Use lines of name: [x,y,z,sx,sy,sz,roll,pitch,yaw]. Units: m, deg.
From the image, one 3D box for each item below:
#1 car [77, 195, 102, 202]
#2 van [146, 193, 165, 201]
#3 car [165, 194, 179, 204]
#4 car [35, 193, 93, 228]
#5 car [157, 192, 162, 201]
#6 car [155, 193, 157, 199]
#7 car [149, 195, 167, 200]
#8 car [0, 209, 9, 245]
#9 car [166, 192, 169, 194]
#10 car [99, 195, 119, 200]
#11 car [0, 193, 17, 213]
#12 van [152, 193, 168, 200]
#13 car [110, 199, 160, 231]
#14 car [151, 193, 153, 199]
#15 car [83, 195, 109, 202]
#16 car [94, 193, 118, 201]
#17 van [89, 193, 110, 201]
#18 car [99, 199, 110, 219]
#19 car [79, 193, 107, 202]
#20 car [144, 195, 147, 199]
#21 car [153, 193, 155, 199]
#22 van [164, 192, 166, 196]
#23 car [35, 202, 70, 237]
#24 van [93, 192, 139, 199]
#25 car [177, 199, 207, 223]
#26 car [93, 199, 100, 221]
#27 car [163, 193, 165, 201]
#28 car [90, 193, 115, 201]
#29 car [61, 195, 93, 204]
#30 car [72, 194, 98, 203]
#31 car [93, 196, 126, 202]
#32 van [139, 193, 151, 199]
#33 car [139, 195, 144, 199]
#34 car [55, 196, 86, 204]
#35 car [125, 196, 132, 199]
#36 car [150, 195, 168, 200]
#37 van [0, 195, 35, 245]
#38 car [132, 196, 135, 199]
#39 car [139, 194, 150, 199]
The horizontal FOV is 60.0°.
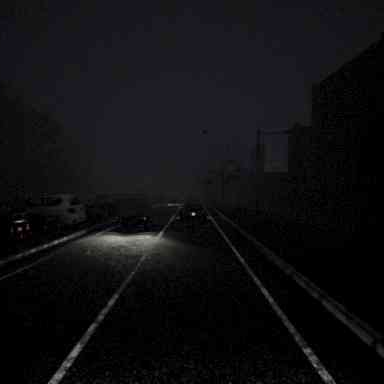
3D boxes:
car: [-21.994,1.468,71.512,4.792,1.488,2.163,0,0,0]
van: [-9.077,1.222,83.224,4.442,1.987,1.878,0,0,0]
car: [-3.277,1.501,61.838,2.033,1.411,5.357,0,0,0]
car: [-8.891,1.168,18.753,5.566,2.045,2.435,0,0,0]
car: [-8.898,1.178,60.799,5.566,2.045,2.435,0,0,0]
car: [-8.891,1.301,57.996,4.553,1.767,2.185,0,0,0]
car: [-8.966,1.480,88.835,4.674,1.452,2.002,0,0,0]
car: [-8.845,1.440,10.344,4.892,1.521,2.231,0,0,0]
car: [-8.928,1.195,80.423,5.566,2.045,2.435,0,0,0]
car: [-22.076,1.471,88.166,4.792,1.488,2.163,0,0,0]
car: [-21.938,1.156,35.185,5.566,2.045,2.435,0,0,0]
van: [-9.094,1.191,94.444,4.442,1.987,1.878,0,0,0]
car: [-3.352,1.426,20.414,1.882,1.535,5.008,0,0,0]
car: [-8.945,1.296,52.389,4.553,1.767,2.185,0,0,0]
car: [-22.217,1.441,77.063,5.366,1.575,1.946,0,0,0]
car: [-22.015,1.194,85.391,5.566,2.045,2.435,0,0,0]
van: [-22.152,1.220,79.838,4.442,1.987,1.878,0,0,0]
car: [-8.842,1.438,24.359,4.792,1.488,2.163,0,0,0]
car: [-22.055,1.190,74.287,5.566,2.045,2.435,0,0,0]
car: [-8.871,1.444,43.980,4.792,1.488,2.163,0,0,0]
car: [-8.886,1.299,55.193,4.553,1.767,2.185,0,0,0]
van: [-9.068,1.218,77.619,4.442,1.987,1.878,0,0,0]
car: [-8.853,1.426,15.950,5.008,1.535,2.097,0,0,0]
van: [-8.775,1.184,38.373,4.442,1.987,1.878,0,0,0]
car: [0.096,1.505,25.035,1.994,1.385,4.181,0,0,0]
car: [-8.862,1.414,21.561,4.892,1.521,2.231,0,0,0]
car: [-8.937,1.440,72.012,4.892,1.521,2.231,0,0,0]
car: [-22.068,1.197,82.614,5.566,2.045,2.435,0,0,0]
car: [-21.824,1.429,63.185,5.366,1.575,1.946,0,0,0]
car: [-22.049,1.311,68.735,4.553,1.767,2.185,0,0,0]
car: [-8.874,1.404,29.966,5.008,1.535,2.097,0,0,0]
van: [-8.792,1.194,49.586,4.442,1.987,1.878,0,0,0]
car: [-8.867,1.442,41.176,4.792,1.488,2.163,0,0,0]
car: [-22.011,1.430,60.408,4.892,1.521,2.231,0,0,0]
car: [-9.069,1.402,32.766,5.366,1.575,1.946,0,0,0]
car: [-9.002,1.461,91.643,4.792,1.488,2.163,0,0,0]
van: [-8.970,1.207,13.146,4.442,1.987,1.878,0,0,0]
car: [-8.917,1.437,35.569,4.792,1.488,2.163,0,0,0]
car: [-8.900,1.417,46.783,5.008,1.535,2.097,0,0,0]
